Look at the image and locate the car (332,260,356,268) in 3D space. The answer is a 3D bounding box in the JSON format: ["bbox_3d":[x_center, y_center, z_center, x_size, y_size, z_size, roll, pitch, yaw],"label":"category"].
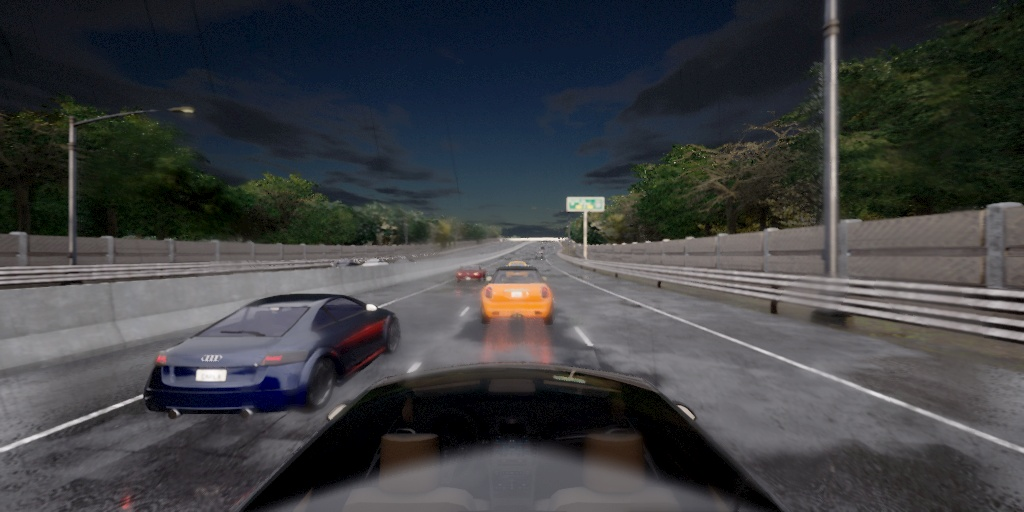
[{"bbox_3d":[-20.310,1.173,44.030,1.994,1.385,4.181,0,1,2],"label":"car"}]

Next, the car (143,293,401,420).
[{"bbox_3d":[-3.379,1.312,6.044,1.994,1.385,4.181,0,0,0],"label":"car"}]

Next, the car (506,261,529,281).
[{"bbox_3d":[0.485,1.204,31.043,1.882,1.535,5.008,0,0,1],"label":"car"}]

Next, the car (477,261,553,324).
[{"bbox_3d":[0.163,1.100,12.155,2.097,1.767,4.553,0,0,0],"label":"car"}]

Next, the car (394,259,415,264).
[{"bbox_3d":[-13.296,1.115,44.334,1.837,1.490,4.892,0,0,2],"label":"car"}]

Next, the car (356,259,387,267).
[{"bbox_3d":[-16.811,1.137,43.927,1.812,1.442,4.674,0,1,2],"label":"car"}]

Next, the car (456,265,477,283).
[{"bbox_3d":[-3.089,1.336,28.099,1.895,1.301,4.718,0,0,1],"label":"car"}]
